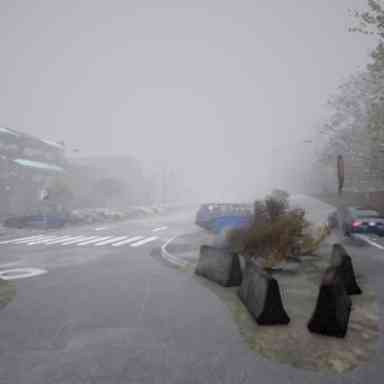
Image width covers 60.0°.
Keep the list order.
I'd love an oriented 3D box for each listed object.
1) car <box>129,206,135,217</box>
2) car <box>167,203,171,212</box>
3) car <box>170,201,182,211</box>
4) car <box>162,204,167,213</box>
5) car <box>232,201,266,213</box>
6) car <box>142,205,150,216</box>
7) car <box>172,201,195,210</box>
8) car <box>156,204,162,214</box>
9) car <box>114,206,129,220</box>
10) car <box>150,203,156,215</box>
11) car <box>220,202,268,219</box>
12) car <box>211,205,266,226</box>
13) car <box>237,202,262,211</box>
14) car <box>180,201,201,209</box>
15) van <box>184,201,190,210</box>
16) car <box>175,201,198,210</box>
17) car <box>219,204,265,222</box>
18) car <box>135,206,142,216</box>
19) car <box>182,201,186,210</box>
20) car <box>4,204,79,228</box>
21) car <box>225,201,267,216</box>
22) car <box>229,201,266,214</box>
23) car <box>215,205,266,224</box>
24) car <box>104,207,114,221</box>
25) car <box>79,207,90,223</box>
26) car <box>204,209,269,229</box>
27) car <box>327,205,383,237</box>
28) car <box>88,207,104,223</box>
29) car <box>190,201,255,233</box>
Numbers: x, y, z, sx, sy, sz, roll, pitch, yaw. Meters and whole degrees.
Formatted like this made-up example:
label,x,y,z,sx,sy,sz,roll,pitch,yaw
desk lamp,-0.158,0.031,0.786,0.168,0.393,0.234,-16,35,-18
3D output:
label,x,y,z,sx,sy,sz,roll,pitch,yaw
car,-10.394,2.742,43.801,4.892,1.521,2.231,-1,-2,-8
car,-6.822,3.166,61.208,4.792,1.488,2.163,-1,-2,-9
car,-5.112,3.209,69.894,4.553,1.767,2.185,-1,-2,-8
car,-7.620,3.071,58.263,5.366,1.575,1.946,-1,-1,-8
car,10.238,2.664,60.067,5.566,2.045,2.435,0,-2,-9
car,-9.209,2.873,49.595,5.008,1.535,2.097,-1,-2,-8
car,-2.108,3.409,84.405,5.566,2.045,2.435,-1,-2,-9
car,-8.029,3.005,55.404,5.008,1.535,2.097,-1,-1,-9
car,-10.801,2.669,40.942,5.366,1.575,1.946,-1,-2,-9
car,-8.801,2.940,52.466,5.366,1.575,1.946,-1,-1,-8
car,6.565,2.260,42.289,5.566,2.045,2.435,0,-1,-9
car,4.151,2.116,30.448,4.553,1.767,2.185,0,-2,-9
car,11.385,2.924,65.978,4.553,1.767,2.185,0,-2,-9
car,-0.388,3.604,93.077,5.566,2.045,2.435,-1,-1,-8
van,-3.430,3.307,78.575,4.442,1.987,1.878,-1,-1,-9
car,-1.517,3.474,87.304,5.566,2.045,2.435,-1,-2,-9
car,5.414,2.251,36.379,4.553,1.767,2.185,0,-1,-8
car,-9.827,2.837,46.694,4.792,1.488,2.163,-1,-1,-8
car,-4.487,3.401,72.799,4.892,1.521,2.231,-1,-1,-9
car,-13.374,2.161,29.308,5.566,2.045,2.435,-1,-1,-8
car,7.829,2.395,48.221,5.566,2.045,2.435,0,-2,-9
car,8.971,2.530,54.139,5.566,2.045,2.435,0,-1,-8
car,4.817,2.184,33.412,4.553,1.767,2.185,0,-1,-9
car,-11.606,2.485,38.010,4.553,1.767,2.185,-1,-2,-8
car,-12.751,2.518,32.211,4.674,1.452,2.002,-1,-1,-9
car,3.586,2.176,27.485,4.892,1.521,2.231,0,-1,-9
car,8.550,1.408,17.409,2.033,1.411,5.357,-1,2,11
car,-12.167,2.545,35.111,4.892,1.521,2.231,-1,-2,-8
car,3.002,1.857,24.545,5.566,2.045,2.435,0,-2,-8
